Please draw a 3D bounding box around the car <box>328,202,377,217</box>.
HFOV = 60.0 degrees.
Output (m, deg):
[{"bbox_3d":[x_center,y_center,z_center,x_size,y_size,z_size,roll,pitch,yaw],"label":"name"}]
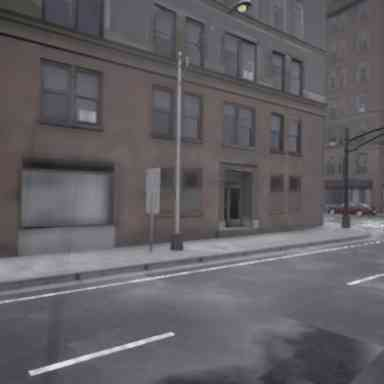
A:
[{"bbox_3d":[15.469,1.645,32.371,1.887,1.381,4.507,2,0,-36],"label":"car"}]
